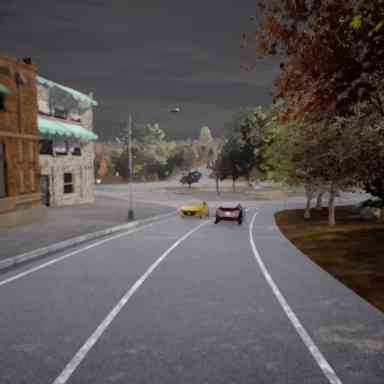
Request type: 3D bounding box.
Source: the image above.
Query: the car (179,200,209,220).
[{"bbox_3d":[0.307,1.431,28.708,1.882,1.535,5.008,1,1,13],"label":"car"}]

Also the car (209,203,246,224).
[{"bbox_3d":[2.947,1.541,25.100,2.163,1.488,4.792,1,0,12],"label":"car"}]
